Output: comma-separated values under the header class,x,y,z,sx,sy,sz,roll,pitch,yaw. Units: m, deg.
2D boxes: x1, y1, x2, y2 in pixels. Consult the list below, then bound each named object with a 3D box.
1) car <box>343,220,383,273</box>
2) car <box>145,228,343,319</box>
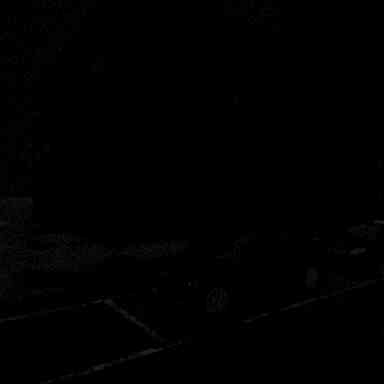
class,x,y,z,sx,sy,sz,roll,pitch,yaw
car,5.631,1.579,10.577,4.206,1.307,1.802,0,0,-36
car,1.141,1.544,7.359,4.507,1.381,1.887,0,0,-36
